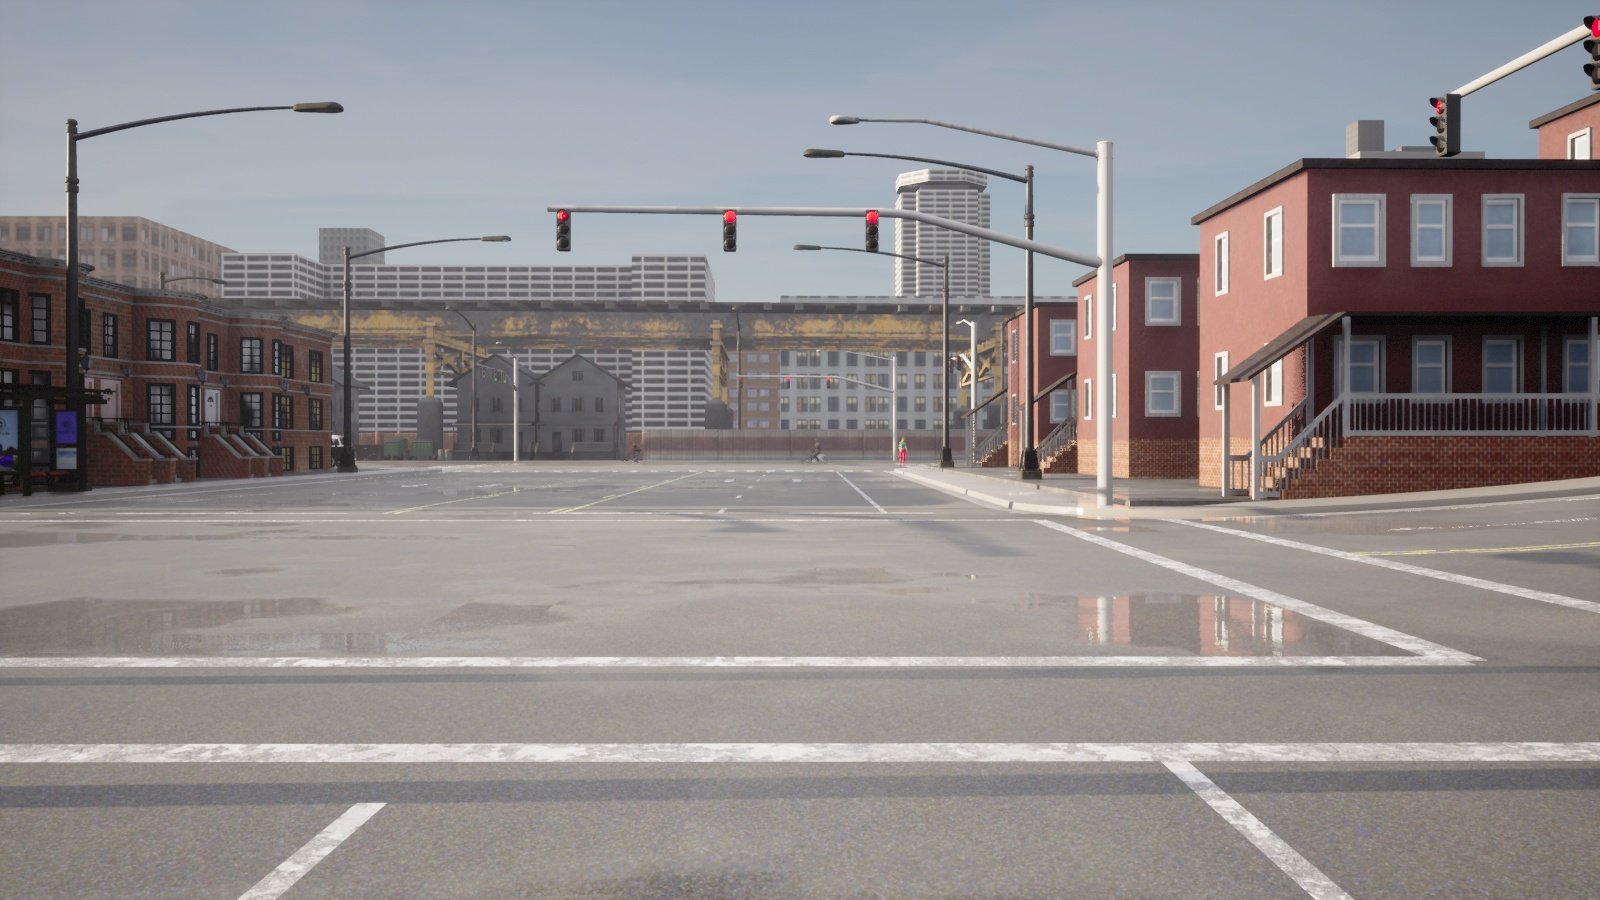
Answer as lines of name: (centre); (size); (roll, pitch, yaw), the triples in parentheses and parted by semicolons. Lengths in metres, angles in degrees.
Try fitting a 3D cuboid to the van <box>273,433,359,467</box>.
van: (-29.763, 0.010, 77.297); (4.480, 2.038, 2.069); (0, 0, 0)
